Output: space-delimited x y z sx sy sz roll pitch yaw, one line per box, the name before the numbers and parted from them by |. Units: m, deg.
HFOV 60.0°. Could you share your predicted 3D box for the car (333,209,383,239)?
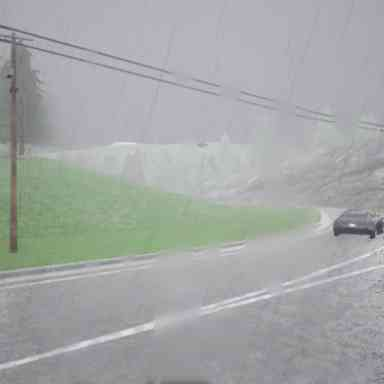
car | 8.956 1.576 17.762 1.994 1.385 4.181 0 0 36
